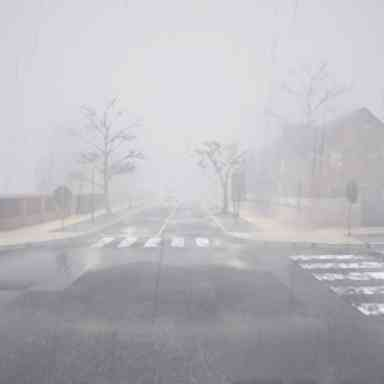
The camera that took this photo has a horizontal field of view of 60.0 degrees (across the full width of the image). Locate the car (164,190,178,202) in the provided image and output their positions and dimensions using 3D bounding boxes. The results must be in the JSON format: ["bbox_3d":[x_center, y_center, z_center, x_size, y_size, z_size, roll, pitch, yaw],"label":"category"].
[{"bbox_3d":[-3.500,0.675,56.178,2.150,2.045,5.566,0,1,-1],"label":"car"}]
